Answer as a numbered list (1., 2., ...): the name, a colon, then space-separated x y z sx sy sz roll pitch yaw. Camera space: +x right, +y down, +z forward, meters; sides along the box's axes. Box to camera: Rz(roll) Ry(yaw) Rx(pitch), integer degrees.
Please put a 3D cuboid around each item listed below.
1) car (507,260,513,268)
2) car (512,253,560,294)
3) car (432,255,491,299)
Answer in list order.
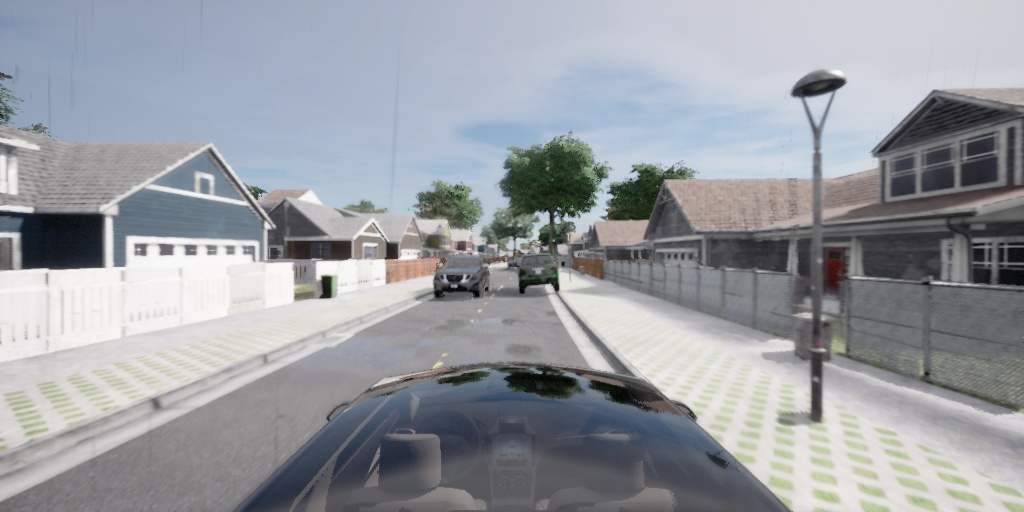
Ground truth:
1. car: 0.270 1.363 59.609 1.895 1.301 4.718 0 0 4
2. car: 1.456 0.888 20.437 2.150 2.045 5.566 -5 0 3
3. car: -2.380 0.953 18.340 2.150 2.045 5.566 0 0 3
